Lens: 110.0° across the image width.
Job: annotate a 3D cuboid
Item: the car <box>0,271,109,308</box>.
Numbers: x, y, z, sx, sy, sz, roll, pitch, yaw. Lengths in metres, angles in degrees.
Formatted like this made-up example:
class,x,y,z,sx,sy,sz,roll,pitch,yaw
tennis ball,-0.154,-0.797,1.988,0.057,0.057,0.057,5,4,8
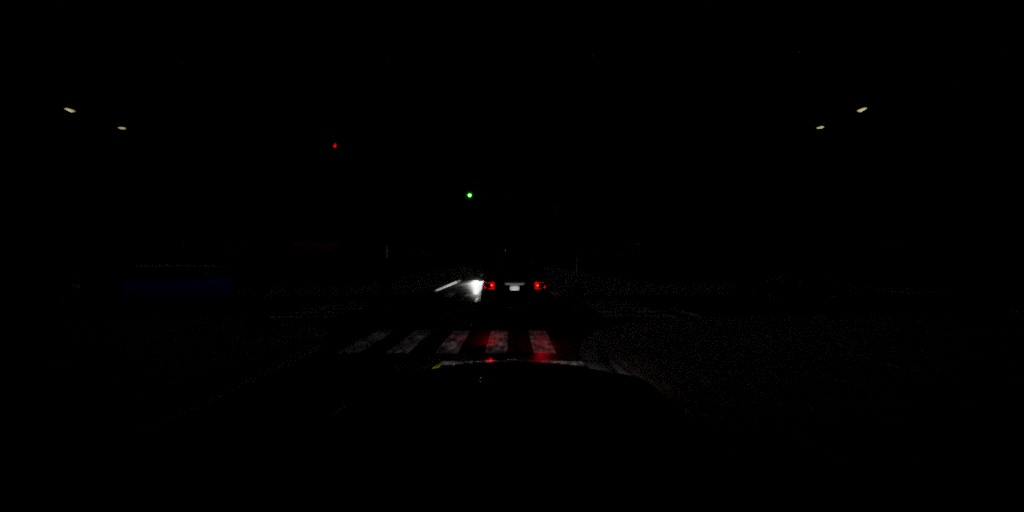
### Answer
class,x,y,z,sx,sy,sz,roll,pitch,yaw
car,-20.221,1.368,15.799,4.097,1.591,1.967,0,0,0

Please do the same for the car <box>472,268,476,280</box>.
class,x,y,z,sx,sy,sz,roll,pitch,yaw
car,-2.853,1.574,35.901,2.128,1.511,4.902,0,-1,0

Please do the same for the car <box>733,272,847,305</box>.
class,x,y,z,sx,sy,sz,roll,pitch,yaw
car,12.256,1.396,15.963,4.403,1.370,2.007,0,0,0

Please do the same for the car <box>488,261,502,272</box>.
class,x,y,z,sx,sy,sz,roll,pitch,yaw
car,-2.791,1.684,59.769,2.097,1.767,4.553,0,-1,0

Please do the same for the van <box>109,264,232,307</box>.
class,x,y,z,sx,sy,sz,roll,pitch,yaw
van,-14.746,1.253,15.827,3.998,1.789,1.690,0,0,0

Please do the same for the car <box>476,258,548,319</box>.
class,x,y,z,sx,sy,sz,roll,pitch,yaw
car,0.085,1.086,13.548,2.150,2.045,5.566,0,0,0
